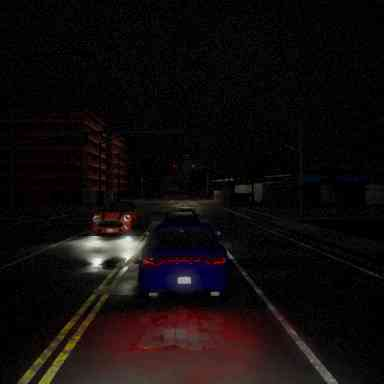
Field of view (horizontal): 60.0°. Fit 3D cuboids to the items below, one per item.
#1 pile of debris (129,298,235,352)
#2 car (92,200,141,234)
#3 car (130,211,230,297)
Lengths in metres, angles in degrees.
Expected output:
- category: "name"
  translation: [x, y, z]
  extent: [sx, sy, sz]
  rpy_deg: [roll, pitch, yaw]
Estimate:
- category: "pile of debris"
  translation: [-0.175, 2.175, 5.638]
  extent: [1.500, 0.140, 1.860]
  rpy_deg: [0, 0, -2]
- category: "car"
  translation: [-4.216, 1.350, 19.035]
  extent: [2.097, 1.767, 4.553]
  rpy_deg: [0, 0, -2]
- category: "car"
  translation: [-0.216, 1.478, 8.609]
  extent: [1.882, 1.535, 5.008]
  rpy_deg: [0, 0, -2]
